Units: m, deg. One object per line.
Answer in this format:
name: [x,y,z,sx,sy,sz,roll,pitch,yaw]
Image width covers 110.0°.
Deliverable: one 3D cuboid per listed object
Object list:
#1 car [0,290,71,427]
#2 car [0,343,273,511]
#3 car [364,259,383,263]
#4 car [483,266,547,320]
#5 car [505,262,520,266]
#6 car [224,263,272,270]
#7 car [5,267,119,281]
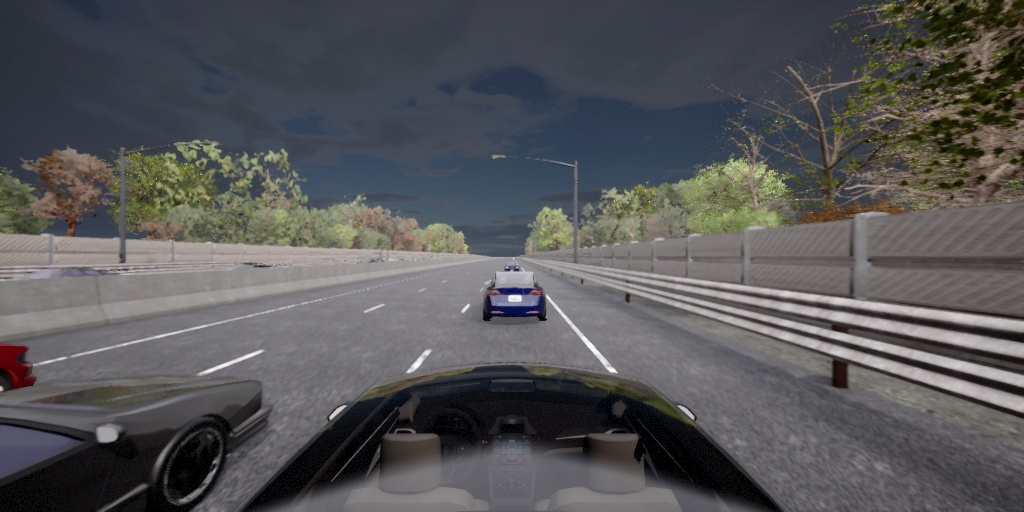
car: [-6.905,1.229,2.349,1.882,1.535,5.008,0,0,0]
car: [-3.410,1.298,1.192,2.033,1.411,5.357,0,0,1]
car: [-21.137,1.365,56.705,1.895,1.301,4.718,0,0,1]
car: [0.084,1.256,12.552,2.163,1.488,4.792,0,0,0]
car: [0.031,1.359,43.398,1.895,1.301,4.718,0,0,0]
car: [-17.632,1.263,23.688,1.837,1.490,4.892,0,0,0]
car: [-21.124,1.305,16.955,2.033,1.411,5.357,0,0,0]
